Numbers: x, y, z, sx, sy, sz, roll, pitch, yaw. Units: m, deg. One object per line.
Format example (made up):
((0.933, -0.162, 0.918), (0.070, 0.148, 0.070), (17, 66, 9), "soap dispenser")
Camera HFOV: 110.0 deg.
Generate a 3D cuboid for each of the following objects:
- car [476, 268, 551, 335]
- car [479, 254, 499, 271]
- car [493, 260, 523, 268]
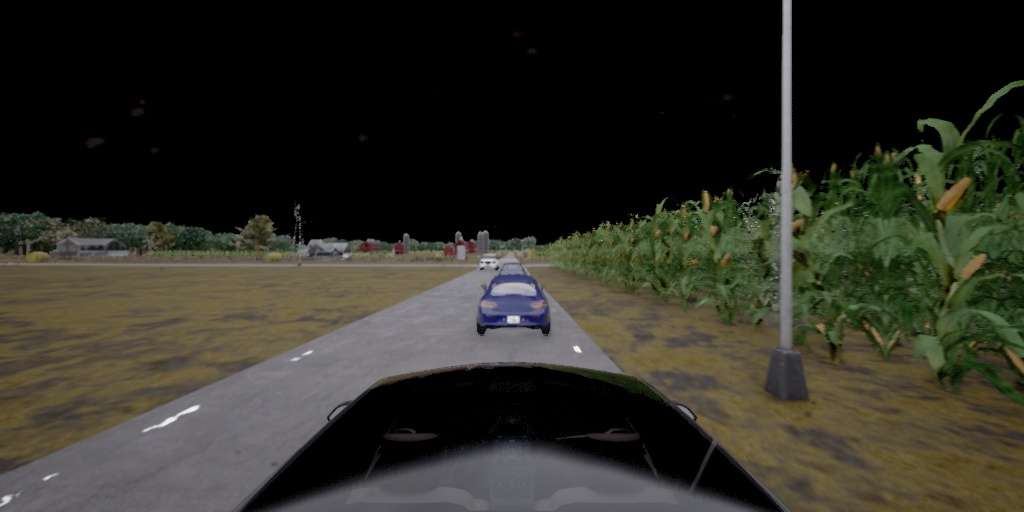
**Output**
((0.049, 1.231, 10.247), (1.812, 1.442, 4.674), (0, 0, 0), "car")
((-2.832, 0.734, 44.933), (2.150, 2.045, 5.566), (0, 0, 0), "car")
((0.038, 1.170, 24.668), (2.033, 1.411, 5.357), (0, 0, 1), "car")
